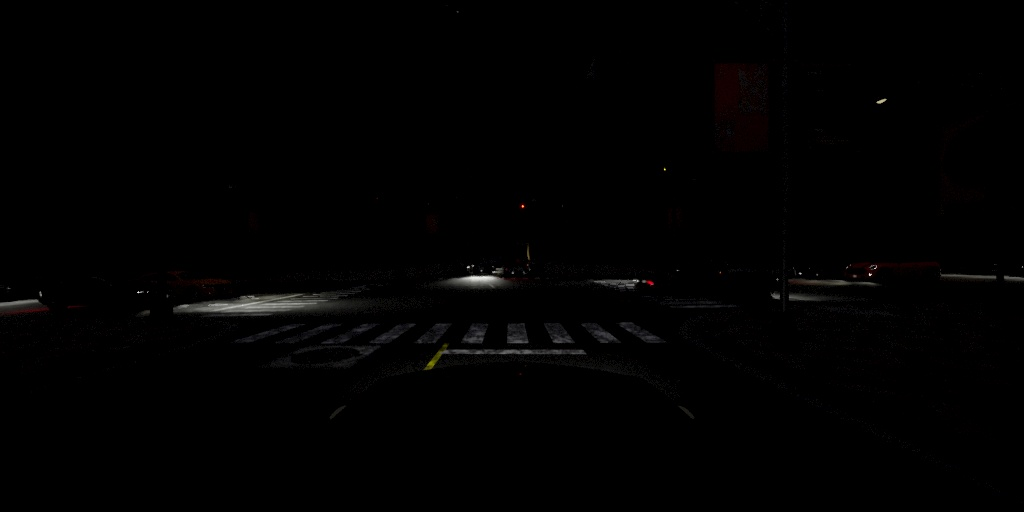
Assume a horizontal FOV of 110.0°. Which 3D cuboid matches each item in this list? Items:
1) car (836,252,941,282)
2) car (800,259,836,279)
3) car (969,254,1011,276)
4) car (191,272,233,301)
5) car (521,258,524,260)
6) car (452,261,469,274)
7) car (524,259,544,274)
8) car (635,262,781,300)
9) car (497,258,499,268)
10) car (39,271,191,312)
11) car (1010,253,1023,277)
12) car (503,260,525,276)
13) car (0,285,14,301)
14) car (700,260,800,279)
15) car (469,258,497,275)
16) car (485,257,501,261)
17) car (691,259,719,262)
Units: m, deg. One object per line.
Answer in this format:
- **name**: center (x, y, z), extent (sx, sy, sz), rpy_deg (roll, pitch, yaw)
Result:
- **car**: center (23.792, 0.652, 22.554), extent (4.553, 1.767, 2.097), rpy_deg (-1, 0, 0)
- **car**: center (22.944, 0.910, 25.803), extent (4.718, 1.301, 1.895), rpy_deg (-1, 0, 0)
- **car**: center (36.173, 0.561, 25.818), extent (5.008, 1.535, 1.882), rpy_deg (-1, 0, 0)
- **car**: center (-17.657, 1.527, 19.022), extent (5.008, 1.535, 1.882), rpy_deg (-1, 0, 2)
- **car**: center (2.655, 1.303, 52.135), extent (1.888, 1.381, 4.507), rpy_deg (0, 0, 0)
- **car**: center (-5.812, 1.305, 41.204), extent (2.007, 1.370, 4.403), rpy_deg (0, 0, 0)
- **car**: center (2.713, 1.305, 41.246), extent (2.007, 1.370, 4.403), rpy_deg (0, 0, 0)
- **car**: center (8.313, 1.132, 15.820), extent (5.357, 1.411, 2.033), rpy_deg (-1, 0, 0)
- **car**: center (-3.188, 1.305, 49.031), extent (2.033, 1.411, 5.357), rpy_deg (0, 0, 0)
- **car**: center (-17.633, 1.546, 15.778), extent (4.902, 1.511, 2.128), rpy_deg (-1, 0, 2)
- **car**: center (35.101, 0.632, 22.564), extent (4.674, 1.442, 1.812), rpy_deg (-1, 0, 0)
- **car**: center (0.089, 1.354, 37.200), extent (1.895, 1.301, 4.718), rpy_deg (0, 0, 0)
- **car**: center (-29.614, 1.800, 18.993), extent (4.674, 1.442, 1.812), rpy_deg (-1, 0, 0)
- **car**: center (14.831, 1.059, 22.537), extent (4.718, 1.301, 1.895), rpy_deg (-1, 0, 0)
- **car**: center (-3.135, 1.246, 39.173), extent (2.128, 1.511, 4.902), rpy_deg (0, 0, 0)
- **car**: center (-3.230, 1.288, 59.602), extent (1.812, 1.442, 4.674), rpy_deg (0, 0, 0)
- **car**: center (13.688, 0.964, 25.794), extent (4.902, 1.511, 2.128), rpy_deg (-1, 0, 0)
